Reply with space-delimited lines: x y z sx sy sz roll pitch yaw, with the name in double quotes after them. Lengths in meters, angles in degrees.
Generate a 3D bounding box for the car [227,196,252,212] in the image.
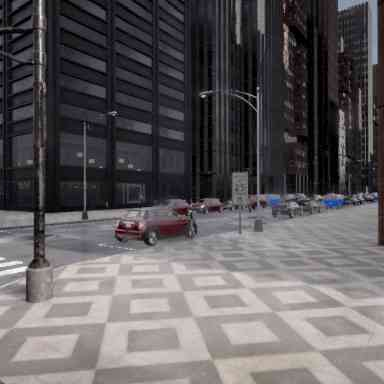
4.697 1.481 38.379 2.008 1.369 4.403 0 0 36 "car"

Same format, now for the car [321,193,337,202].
30.893 1.162 74.814 2.192 1.841 5.009 0 0 36 "car"

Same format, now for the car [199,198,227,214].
1.422 1.383 33.824 1.967 1.590 4.097 0 0 36 "car"

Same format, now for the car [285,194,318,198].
13.382 1.372 40.418 1.882 1.535 5.008 0 0 36 "car"

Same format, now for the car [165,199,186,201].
-1.853 1.397 29.270 1.967 1.590 4.097 0 0 36 "car"

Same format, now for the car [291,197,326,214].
11.629 1.465 33.417 1.947 1.339 4.313 0 0 36 "car"

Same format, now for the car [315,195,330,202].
27.619 1.407 70.260 2.008 1.369 4.403 0 0 36 "car"

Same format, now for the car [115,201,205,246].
-1.469 1.393 15.200 1.967 1.590 4.097 0 0 36 "car"

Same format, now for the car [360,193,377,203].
34.550 1.370 65.296 1.887 1.381 4.507 0 0 36 "car"

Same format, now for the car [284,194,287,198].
14.520 1.210 52.042 2.192 1.841 5.009 0 0 36 "car"

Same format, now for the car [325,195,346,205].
23.714 1.352 54.781 2.128 1.511 4.902 0 0 35 "car"

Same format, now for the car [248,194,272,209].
7.971 1.233 42.933 2.192 1.841 5.009 0 0 36 "car"

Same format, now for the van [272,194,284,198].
11.245 1.248 47.487 1.690 1.788 3.998 0 0 36 "van"

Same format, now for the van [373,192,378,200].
37.823 1.157 69.849 1.690 1.788 3.998 0 0 36 "van"

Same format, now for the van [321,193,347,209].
18.177 1.217 42.524 1.690 1.788 3.998 0 0 36 "van"

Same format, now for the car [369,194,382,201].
41.098 1.248 74.404 1.967 1.590 4.097 0 0 36 "car"

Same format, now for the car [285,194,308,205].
17.794 1.200 56.596 2.192 1.841 5.009 0 0 36 "car"

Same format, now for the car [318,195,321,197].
24.344 1.305 65.706 1.967 1.590 4.097 0 0 36 "car"

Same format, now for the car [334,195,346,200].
37.443 1.397 83.923 1.947 1.339 4.313 0 0 36 "car"

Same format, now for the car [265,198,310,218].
8.354 1.463 28.862 2.008 1.369 4.403 0 0 36 "car"

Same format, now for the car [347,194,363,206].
24.726 1.420 51.633 1.947 1.339 4.313 0 0 36 "car"

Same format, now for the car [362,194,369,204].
28.001 1.410 56.187 1.947 1.339 4.313 0 0 36 "car"
